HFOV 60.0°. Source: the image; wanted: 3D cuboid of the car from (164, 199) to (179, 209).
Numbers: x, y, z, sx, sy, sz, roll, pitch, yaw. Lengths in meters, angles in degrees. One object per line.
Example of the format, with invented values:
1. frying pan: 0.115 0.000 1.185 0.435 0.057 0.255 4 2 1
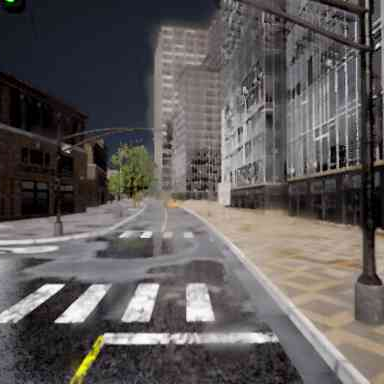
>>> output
1. car: -3.297 2.053 56.855 1.882 1.535 5.008 0 -1 -7
